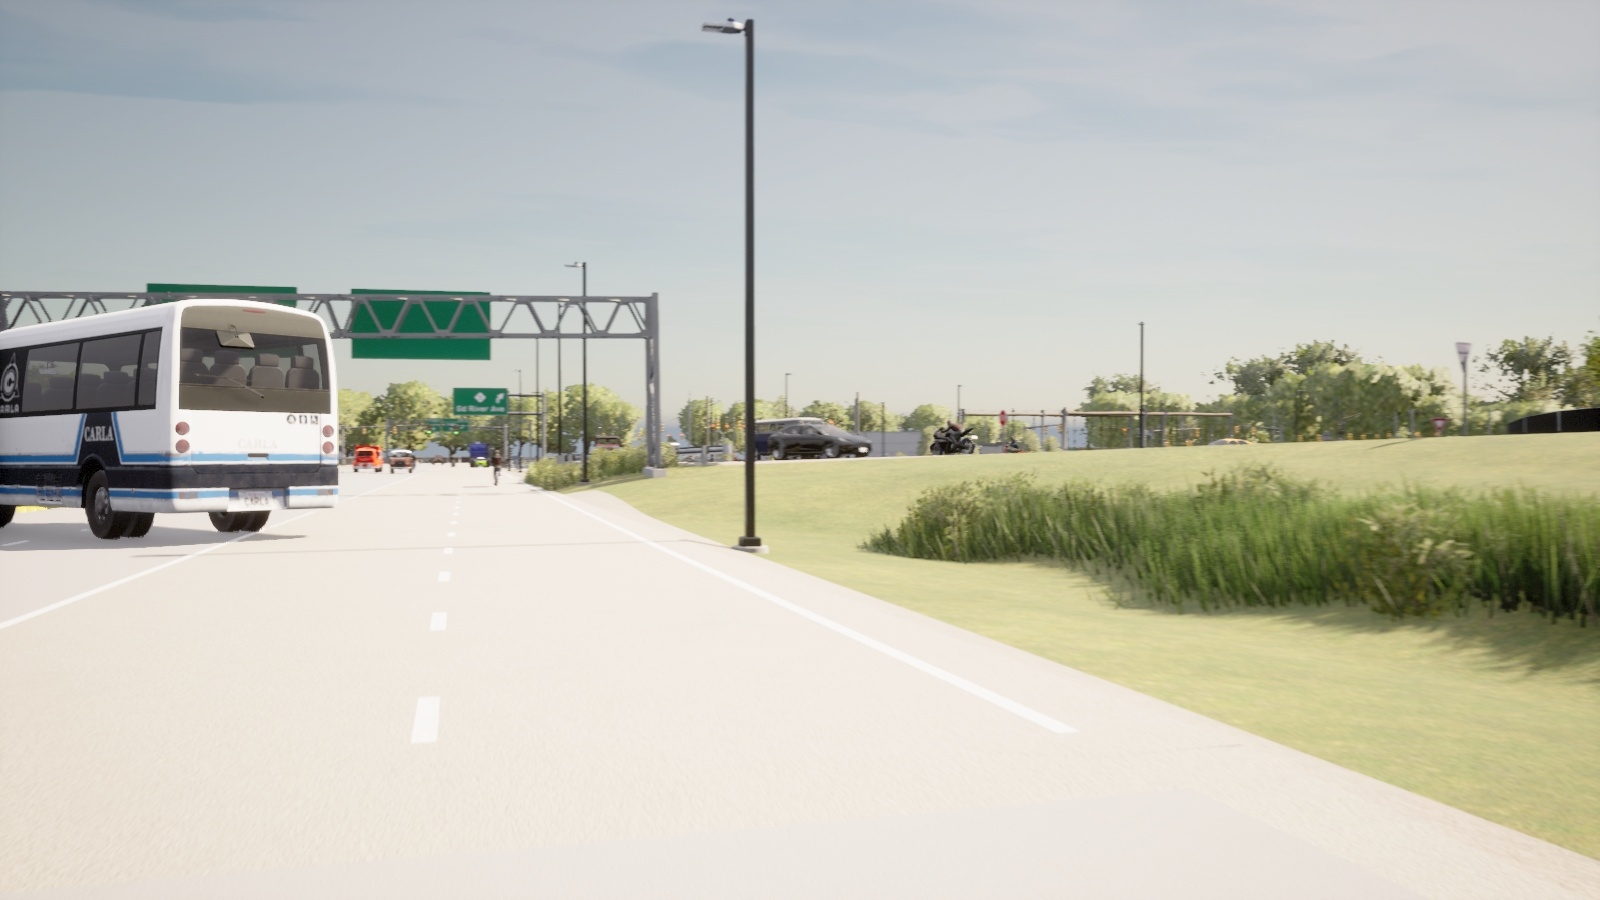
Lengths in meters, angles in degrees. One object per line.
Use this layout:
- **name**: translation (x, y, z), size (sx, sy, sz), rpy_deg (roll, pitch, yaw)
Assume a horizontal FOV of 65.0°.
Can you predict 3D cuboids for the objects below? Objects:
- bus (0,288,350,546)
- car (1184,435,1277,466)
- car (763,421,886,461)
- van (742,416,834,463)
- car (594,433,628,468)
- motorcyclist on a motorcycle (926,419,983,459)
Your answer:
- **bus**: translation (-13.758, -0.502, 25.379), size (10.273, 4.253, 3.944), rpy_deg (0, -1, 38)
- **car**: translation (24.523, 0.047, 71.472), size (5.366, 1.575, 1.801), rpy_deg (2, -2, -28)
- **car**: translation (0.969, -0.358, 51.590), size (4.792, 1.488, 2.163), rpy_deg (-2, -1, 44)
- **van**: translation (-0.612, -0.461, 58.456), size (1.775, 1.987, 4.442), rpy_deg (0, -1, -41)
- **car**: translation (-10.762, 0.070, 71.465), size (1.905, 1.878, 3.866), rpy_deg (0, -2, -9)
- **motorcyclist on a motorcycle**: translation (6.350, -0.443, 51.594), size (2.191, 1.530, 0.866), rpy_deg (-2, -1, 41)
